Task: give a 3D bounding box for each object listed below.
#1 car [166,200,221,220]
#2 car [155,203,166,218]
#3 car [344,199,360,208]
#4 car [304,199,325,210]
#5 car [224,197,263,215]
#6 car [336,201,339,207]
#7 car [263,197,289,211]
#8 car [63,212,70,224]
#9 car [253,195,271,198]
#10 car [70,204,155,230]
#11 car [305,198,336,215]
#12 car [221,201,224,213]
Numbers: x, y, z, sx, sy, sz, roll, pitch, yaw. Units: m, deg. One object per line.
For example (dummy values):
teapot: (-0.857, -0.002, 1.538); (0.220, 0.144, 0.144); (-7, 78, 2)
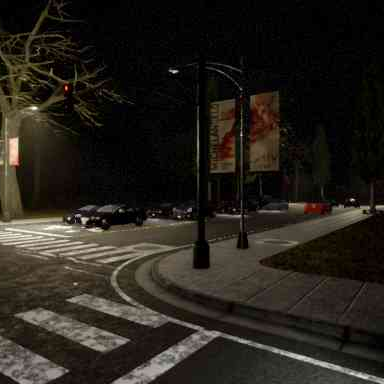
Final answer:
car: (0.223, 1.479, 29.271); (2.097, 1.767, 4.553); (0, 0, 35)
car: (-1.907, 1.675, 31.881); (2.033, 1.411, 5.357); (0, 0, 35)
car: (26.383, 1.896, 54.801); (2.128, 1.511, 4.902); (0, -1, 35)
car: (17.804, 1.829, 48.253); (1.812, 1.442, 4.674); (0, 0, 35)
car: (5.878, 1.687, 37.298); (1.837, 1.490, 4.892); (0, 0, 35)
car: (23.494, 1.922, 56.356); (1.812, 1.442, 4.674); (0, -1, 35)
car: (11.829, 1.779, 45.688); (1.812, 1.442, 4.674); (0, 0, 36)
car: (-7.237, 1.645, 24.336); (1.994, 1.385, 4.181); (0, 0, 36)
car: (9.906, 1.480, 48.594); (2.150, 2.045, 5.566); (0, 0, 38)
car: (-5.027, 1.573, 21.815); (2.128, 1.511, 4.902); (0, 0, 35)
car: (14.435, 1.578, 37.820); (2.097, 1.767, 4.553); (0, 0, 35)
car: (3.822, 1.784, 40.029); (1.895, 1.301, 4.718); (0, 0, 35)
